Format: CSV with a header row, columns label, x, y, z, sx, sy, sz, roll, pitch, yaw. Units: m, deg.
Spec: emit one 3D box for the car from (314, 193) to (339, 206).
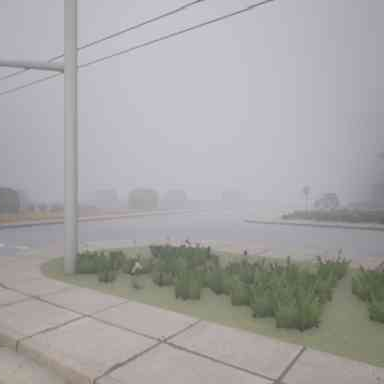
label,x,y,z,sx,sy,sz,roll,pitch,yaw
car,17.652,1.111,43.613,1.905,1.878,3.866,-6,-1,-8
